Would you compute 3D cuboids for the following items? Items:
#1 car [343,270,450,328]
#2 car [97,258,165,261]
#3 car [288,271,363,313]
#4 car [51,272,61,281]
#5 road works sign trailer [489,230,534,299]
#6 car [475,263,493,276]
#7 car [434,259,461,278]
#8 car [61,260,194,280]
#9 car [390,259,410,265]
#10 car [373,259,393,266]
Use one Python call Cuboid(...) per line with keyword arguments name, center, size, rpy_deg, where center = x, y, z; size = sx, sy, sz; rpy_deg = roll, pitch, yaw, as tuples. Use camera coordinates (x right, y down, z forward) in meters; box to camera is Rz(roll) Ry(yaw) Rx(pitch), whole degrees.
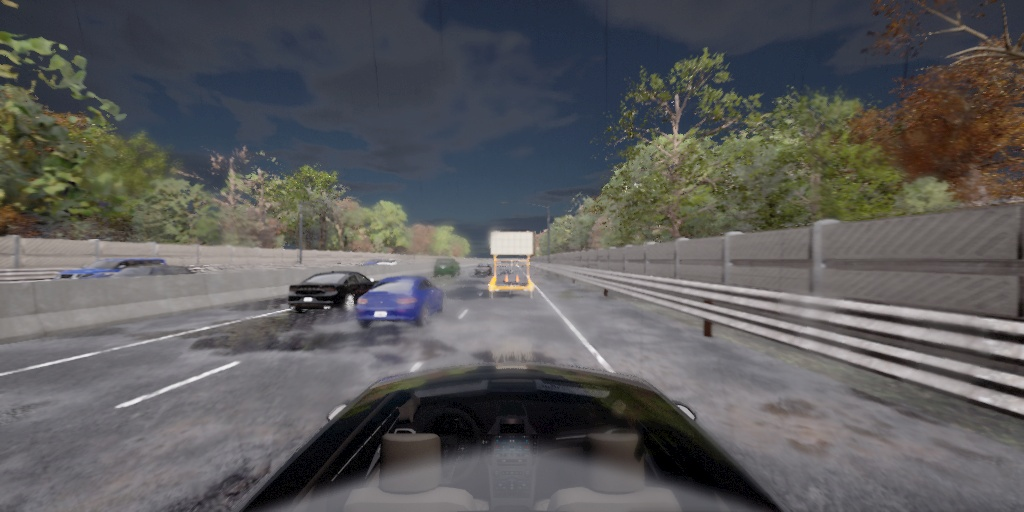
Cuboid(name="car", center=(-3.401, 1.360, 11.596), size=(1.812, 1.442, 4.674), rpy_deg=(0, 0, 0))
Cuboid(name="car", center=(-24.594, 1.150, 22.445), size=(2.150, 2.045, 5.566), rpy_deg=(0, -1, 0))
Cuboid(name="car", center=(-6.904, 1.338, 14.610), size=(1.882, 1.535, 5.008), rpy_deg=(0, 0, 0))
Cuboid(name="car", center=(-21.099, 1.497, 18.828), size=(1.895, 1.301, 4.718), rpy_deg=(0, -1, 0))
Cuboid(name="road works sign trailer", center=(-0.005, 0.369, 19.431), size=(2.380, 3.560, 2.880), rpy_deg=(0, 0, 0))
Cuboid(name="car", center=(-3.412, 1.621, 44.033), size=(2.128, 1.511, 4.902), rpy_deg=(0, 0, 0))
Cuboid(name="car", center=(-6.912, 1.299, 38.555), size=(2.150, 2.045, 5.566), rpy_deg=(0, 0, 0))
Cuboid(name="car", center=(-17.597, 1.234, 17.175), size=(2.097, 1.767, 4.553), rpy_deg=(0, 0, 0))
Cuboid(name="car", center=(-17.542, 1.747, 58.074), size=(1.882, 1.535, 5.008), rpy_deg=(0, -1, 0))
Cuboid(name="car", center=(-21.030, 1.520, 60.865), size=(2.150, 2.045, 5.566), rpy_deg=(0, 0, 0))
